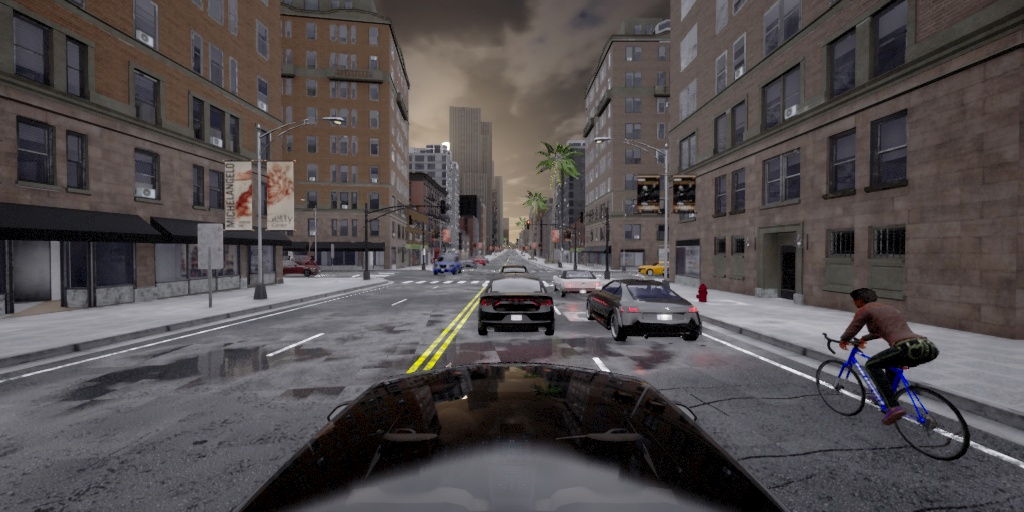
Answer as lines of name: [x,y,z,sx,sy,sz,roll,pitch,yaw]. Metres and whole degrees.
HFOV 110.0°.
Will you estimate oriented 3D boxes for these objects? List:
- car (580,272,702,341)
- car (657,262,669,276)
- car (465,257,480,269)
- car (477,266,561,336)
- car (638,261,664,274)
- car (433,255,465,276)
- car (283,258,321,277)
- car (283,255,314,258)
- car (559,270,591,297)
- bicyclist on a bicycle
car: [3.346,1.312,9.871,1.994,1.385,4.181,0,0,0]
car: [16.240,1.509,33.265,4.313,1.339,1.948,0,0,0]
car: [-6.539,1.301,55.147,1.994,1.385,4.181,0,0,0]
car: [0.108,1.225,10.477,1.882,1.535,5.008,0,0,0]
car: [16.361,1.336,39.208,5.008,1.535,1.882,0,1,0]
car: [-6.548,0.924,36.953,2.150,2.045,5.566,1,1,1]
car: [-20.422,1.144,33.472,4.674,1.442,1.812,0,1,-9]
car: [-23.858,0.831,38.799,5.009,1.841,2.192,0,0,-9]
car: [3.267,1.346,18.685,1.895,1.301,4.718,0,0,0]
bicyclist on a bicycle: [4.148,1.202,4.068,0.582,1.620,1.656,0,0,0]
